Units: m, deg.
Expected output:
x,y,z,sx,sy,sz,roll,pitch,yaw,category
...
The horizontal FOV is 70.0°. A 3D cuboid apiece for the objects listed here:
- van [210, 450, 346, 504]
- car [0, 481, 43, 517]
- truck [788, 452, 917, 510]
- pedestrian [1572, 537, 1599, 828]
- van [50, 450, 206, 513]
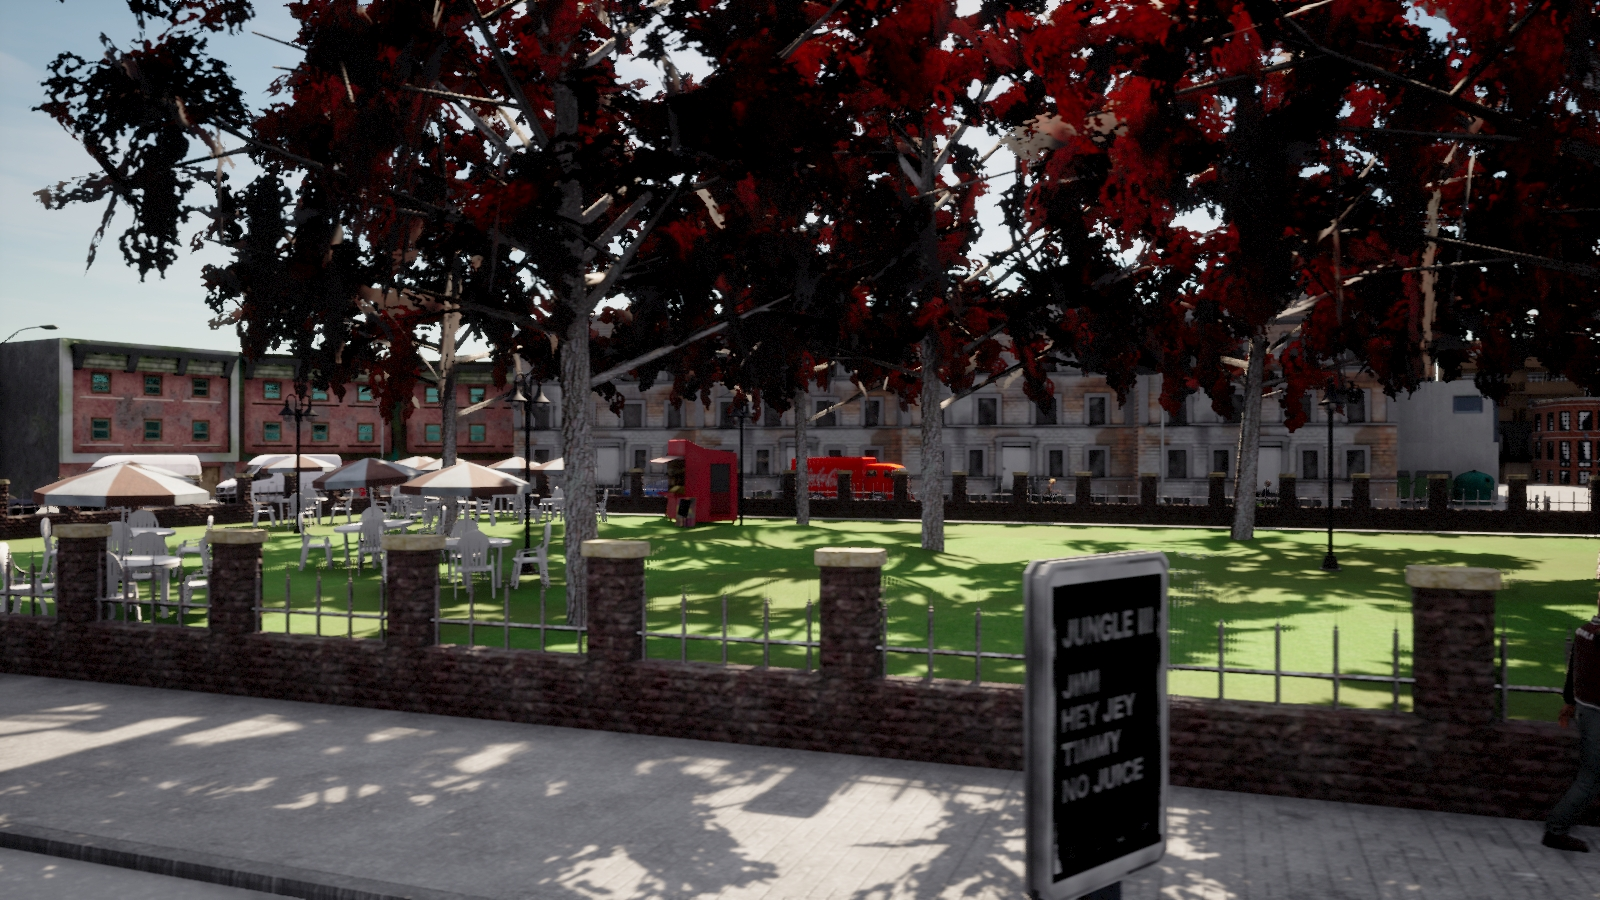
x,y,z,sx,sy,sz,roll,pitch,yaw,category
-25.962,1.287,57.032,1.988,2.561,5.915,0,0,41,van
-31.514,1.905,43.139,1.895,1.301,4.718,0,0,20,car
2.363,1.337,51.154,5.204,2.467,2.627,0,0,20,truck
5.387,1.524,7.558,0.375,1.860,0.375,0,0,19,pedestrian
-29.109,1.285,49.787,1.988,2.561,5.915,0,0,21,van
